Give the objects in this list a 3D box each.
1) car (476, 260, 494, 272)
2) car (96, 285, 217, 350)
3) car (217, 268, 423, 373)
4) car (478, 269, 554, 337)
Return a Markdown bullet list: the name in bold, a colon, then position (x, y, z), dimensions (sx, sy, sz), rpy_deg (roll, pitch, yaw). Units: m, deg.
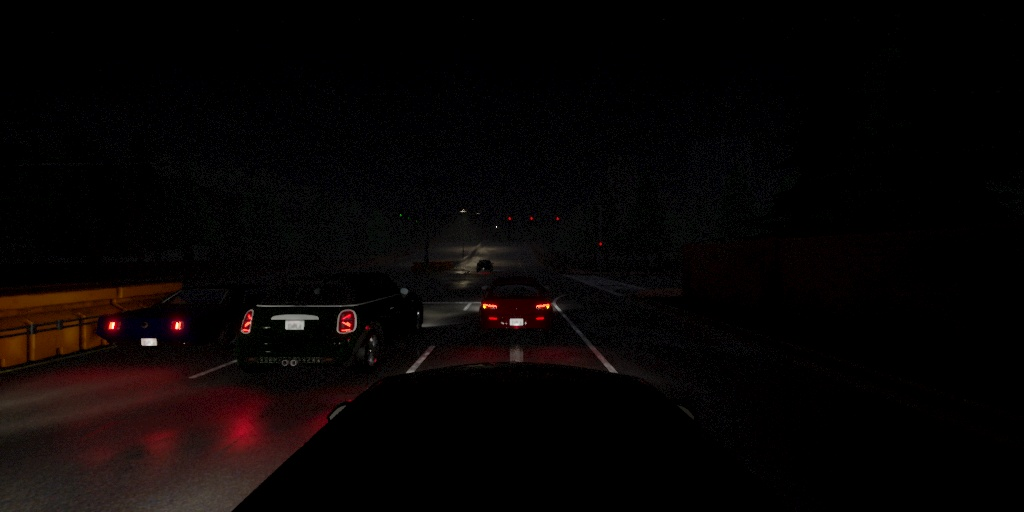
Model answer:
- **car**: position (-3.410, 1.248, 45.308), dimensions (1.837, 1.490, 4.892), rpy_deg (0, 0, 0)
- **car**: position (-6.902, 1.350, 9.044), dimensions (1.895, 1.301, 4.718), rpy_deg (0, 0, 0)
- **car**: position (-3.400, 1.101, 7.730), dimensions (2.097, 1.767, 4.553), rpy_deg (0, 0, 0)
- **car**: position (0.097, 1.274, 10.120), dimensions (1.812, 1.442, 4.674), rpy_deg (0, 0, 0)
